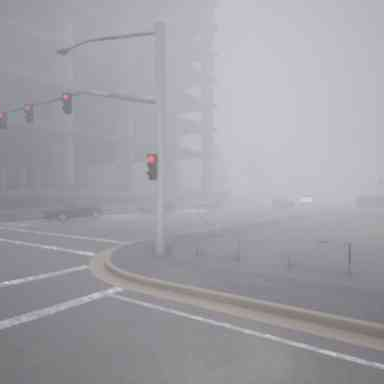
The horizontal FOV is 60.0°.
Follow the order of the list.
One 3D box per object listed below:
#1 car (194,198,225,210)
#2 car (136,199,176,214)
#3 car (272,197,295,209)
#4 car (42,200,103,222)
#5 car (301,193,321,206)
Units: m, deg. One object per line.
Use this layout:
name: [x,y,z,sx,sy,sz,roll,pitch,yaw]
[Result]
car: [2.418,1.536,43.782,2.033,1.411,5.357,0,0,36]
car: [-3.726,1.466,35.111,1.882,1.535,5.008,0,0,35]
car: [12.623,1.466,45.758,2.128,1.511,4.902,0,0,35]
car: [-9.549,1.465,26.893,1.882,1.535,5.008,0,0,35]
car: [20.159,1.199,56.406,2.150,2.045,5.566,0,0,35]
